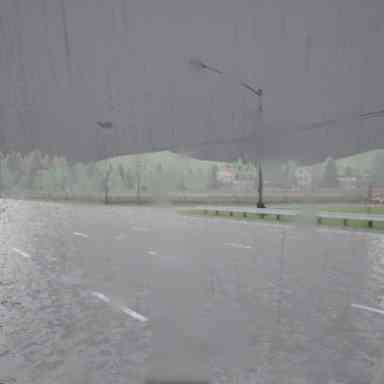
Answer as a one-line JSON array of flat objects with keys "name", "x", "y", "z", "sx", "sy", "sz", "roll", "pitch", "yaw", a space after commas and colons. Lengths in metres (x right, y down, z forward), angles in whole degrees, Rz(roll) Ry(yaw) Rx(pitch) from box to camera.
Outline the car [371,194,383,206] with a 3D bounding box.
[{"name": "car", "x": 26.728, "y": 1.007, "z": 45.148, "sx": 4.553, "sy": 1.767, "sz": 2.097, "roll": 0, "pitch": 0, "yaw": -15}]
